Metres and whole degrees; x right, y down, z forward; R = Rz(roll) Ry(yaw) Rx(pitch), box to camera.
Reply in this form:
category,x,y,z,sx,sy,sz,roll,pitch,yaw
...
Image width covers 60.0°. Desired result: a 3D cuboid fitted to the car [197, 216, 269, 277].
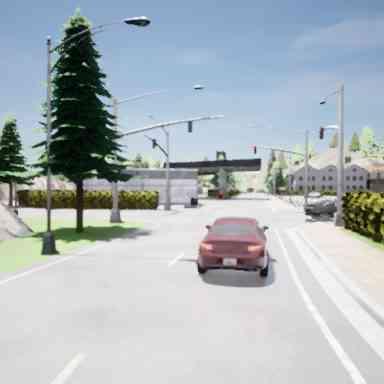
category,x,y,z,sx,sy,sz,roll,pitch,yaw
car,1.311,1.441,9.988,1.812,1.442,4.674,0,0,11

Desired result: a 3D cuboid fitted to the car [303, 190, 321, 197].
category,x,y,z,sx,sy,sz,roll,pitch,yaw
car,27.592,0.770,76.737,3.806,1.475,1.970,0,1,11

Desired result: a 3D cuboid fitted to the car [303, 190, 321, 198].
category,x,y,z,sx,sy,sz,roll,pitch,yaw
car,28.832,0.462,79.880,3.866,1.878,1.905,0,1,11

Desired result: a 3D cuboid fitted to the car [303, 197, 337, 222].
category,x,y,z,sx,sy,sz,roll,pitch,yaw
car,10.625,1.313,23.816,4.902,1.511,2.128,0,0,2

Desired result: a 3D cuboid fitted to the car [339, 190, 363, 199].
category,x,y,z,sx,sy,sz,roll,pitch,yaw
car,35.921,0.544,75.142,4.605,1.855,1.932,0,1,11
